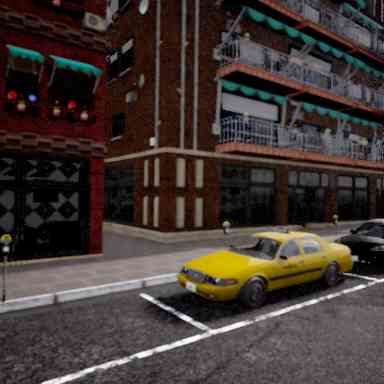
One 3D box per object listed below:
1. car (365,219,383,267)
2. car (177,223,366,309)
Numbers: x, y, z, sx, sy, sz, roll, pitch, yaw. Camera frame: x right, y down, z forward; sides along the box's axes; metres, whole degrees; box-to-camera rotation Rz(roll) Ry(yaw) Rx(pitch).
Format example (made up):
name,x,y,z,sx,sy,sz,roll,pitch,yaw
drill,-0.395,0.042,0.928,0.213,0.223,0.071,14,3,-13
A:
name,x,y,z,sx,sy,sz,roll,pitch,yaw
car,6.622,1.619,11.271,4.313,1.339,1.947,0,1,-35
car,1.949,1.553,7.936,4.829,1.417,1.752,0,1,-35
